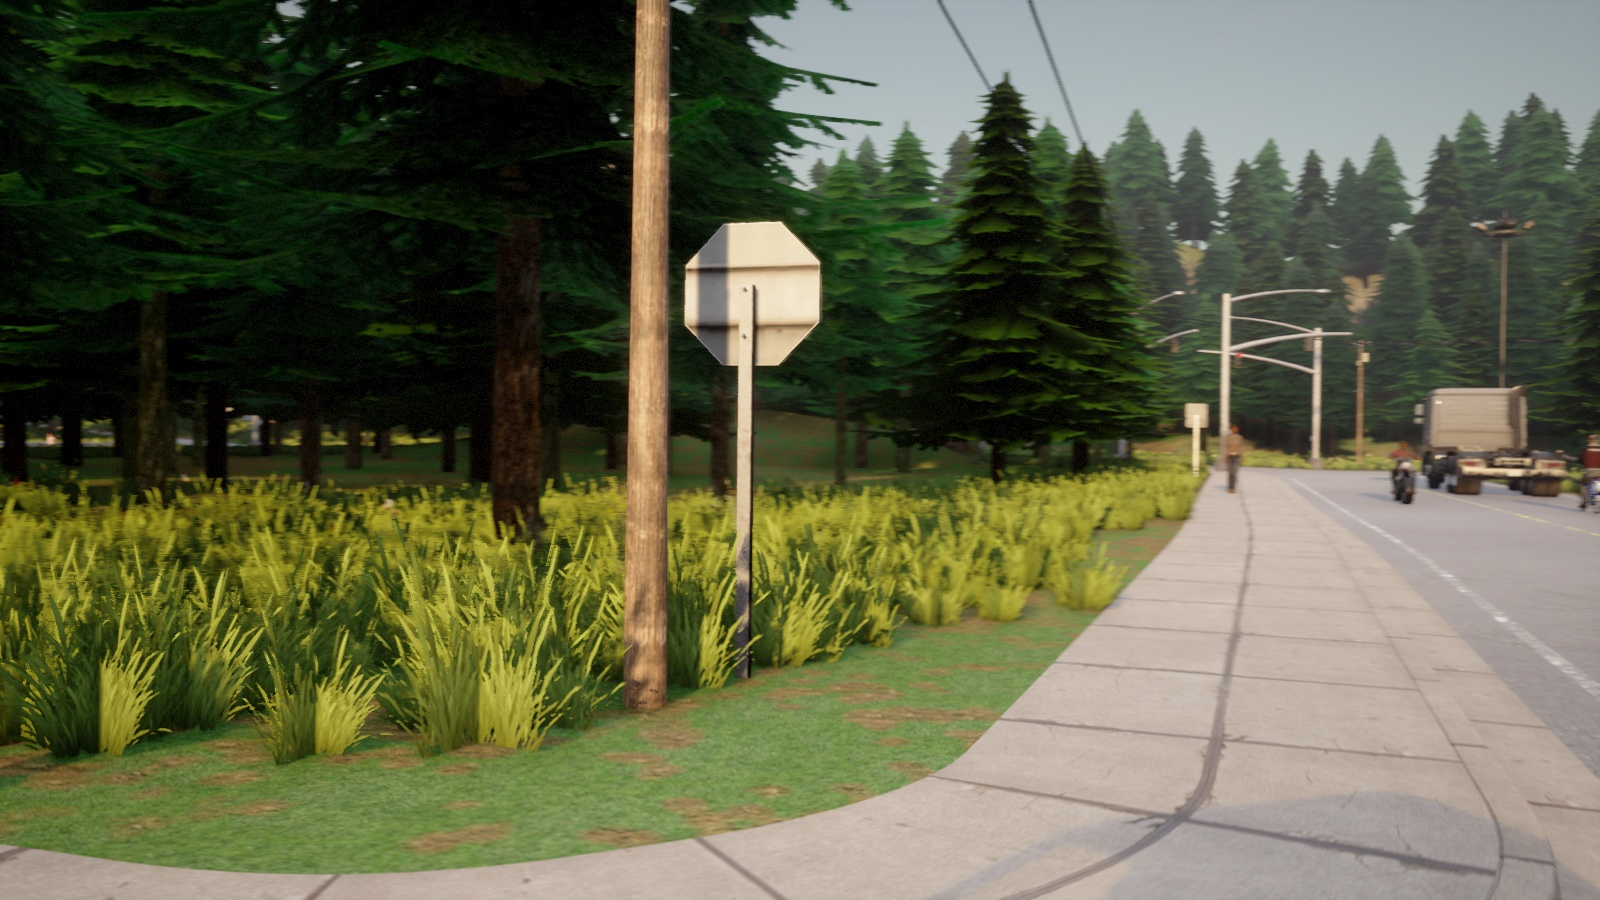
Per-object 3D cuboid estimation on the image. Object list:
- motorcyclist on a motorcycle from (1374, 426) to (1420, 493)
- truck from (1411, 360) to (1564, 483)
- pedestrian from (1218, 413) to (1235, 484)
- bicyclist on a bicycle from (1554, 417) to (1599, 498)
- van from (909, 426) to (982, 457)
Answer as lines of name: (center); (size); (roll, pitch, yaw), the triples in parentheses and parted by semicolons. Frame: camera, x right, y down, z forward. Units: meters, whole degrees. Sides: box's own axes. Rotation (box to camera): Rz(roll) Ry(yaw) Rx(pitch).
motorcyclist on a motorcycle: (15.148, 0.216, 31.898); (0.766, 1.649, 2.350); (0, 1, 19)
truck: (21.427, -0.863, 39.599); (2.891, 3.462, 7.936); (0, 1, 19)
pedestrian: (11.057, -0.046, 32.557); (0.328, 1.805, 0.869); (0, 1, 13)
bicyclist on a bicycle: (17.668, 0.156, 28.404); (0.659, 1.776, 1.843); (0, 1, 19)
van: (9.591, -0.552, 82.833); (4.442, 1.987, 1.775); (0, 1, 30)
